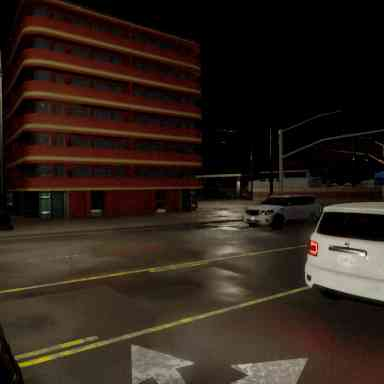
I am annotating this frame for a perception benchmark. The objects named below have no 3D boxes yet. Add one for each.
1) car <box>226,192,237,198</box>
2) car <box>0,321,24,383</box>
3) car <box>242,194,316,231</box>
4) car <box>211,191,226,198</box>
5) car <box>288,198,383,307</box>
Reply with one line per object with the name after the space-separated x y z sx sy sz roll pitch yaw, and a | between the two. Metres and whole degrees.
11.405 0.818 85.101 3.806 1.475 1.970 -1 1 -35 | car
-3.661 1.222 1.141 5.566 2.045 2.150 0 0 -35 | car
5.798 1.182 20.905 5.566 2.045 2.150 0 0 -35 | car
7.440 0.671 89.327 4.611 1.667 2.242 -1 1 -35 | car
4.782 1.218 7.137 5.566 2.045 2.150 0 0 -35 | car
